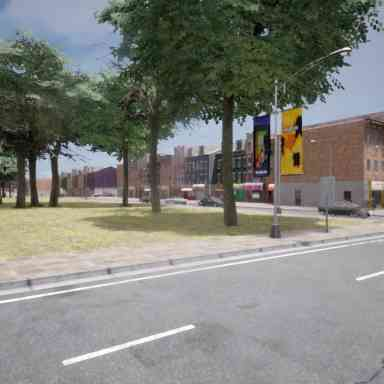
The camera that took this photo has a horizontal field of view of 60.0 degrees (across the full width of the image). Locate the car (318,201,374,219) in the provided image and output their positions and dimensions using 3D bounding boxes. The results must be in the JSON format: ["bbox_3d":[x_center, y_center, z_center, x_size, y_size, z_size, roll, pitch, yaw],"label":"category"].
[{"bbox_3d":[13.760,1.602,29.965,2.128,1.511,4.902,1,0,-33],"label":"car"}]

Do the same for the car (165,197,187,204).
[{"bbox_3d":[-2.863,1.487,58.485,1.895,1.301,4.718,1,0,-35],"label":"car"}]

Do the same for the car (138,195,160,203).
[{"bbox_3d":[-8.733,1.400,66.638,2.033,1.411,5.357,1,0,-35],"label":"car"}]

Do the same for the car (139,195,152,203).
[{"bbox_3d":[-7.588,1.409,60.290,1.837,1.490,4.892,1,0,-35],"label":"car"}]

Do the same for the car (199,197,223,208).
[{"bbox_3d":[2.838,1.448,45.488,1.837,1.490,4.892,1,0,-35],"label":"car"}]
